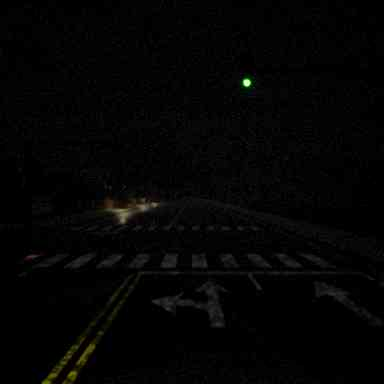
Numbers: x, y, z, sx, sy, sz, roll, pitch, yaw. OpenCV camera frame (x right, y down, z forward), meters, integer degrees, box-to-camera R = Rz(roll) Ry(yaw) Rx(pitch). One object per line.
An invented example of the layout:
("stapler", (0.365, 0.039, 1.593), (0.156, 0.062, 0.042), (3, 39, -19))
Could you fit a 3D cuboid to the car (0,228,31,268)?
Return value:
("car", (-6.497, 1.678, 9.205), (2.033, 1.411, 5.357), (0, -1, 0))
